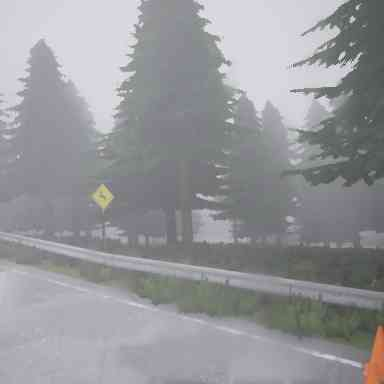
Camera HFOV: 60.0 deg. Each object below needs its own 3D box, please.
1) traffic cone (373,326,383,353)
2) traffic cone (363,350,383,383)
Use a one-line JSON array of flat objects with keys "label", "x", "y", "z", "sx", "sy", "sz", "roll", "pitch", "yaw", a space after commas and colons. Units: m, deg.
[{"label": "traffic cone", "x": 2.328, "y": 1.956, "z": 4.109, "sx": 0.340, "sy": 0.580, "sz": 0.340, "roll": 0, "pitch": 0, "yaw": 34}, {"label": "traffic cone", "x": 1.784, "y": 1.956, "z": 3.273, "sx": 0.340, "sy": 0.580, "sz": 0.340, "roll": 0, "pitch": 0, "yaw": 33}]
